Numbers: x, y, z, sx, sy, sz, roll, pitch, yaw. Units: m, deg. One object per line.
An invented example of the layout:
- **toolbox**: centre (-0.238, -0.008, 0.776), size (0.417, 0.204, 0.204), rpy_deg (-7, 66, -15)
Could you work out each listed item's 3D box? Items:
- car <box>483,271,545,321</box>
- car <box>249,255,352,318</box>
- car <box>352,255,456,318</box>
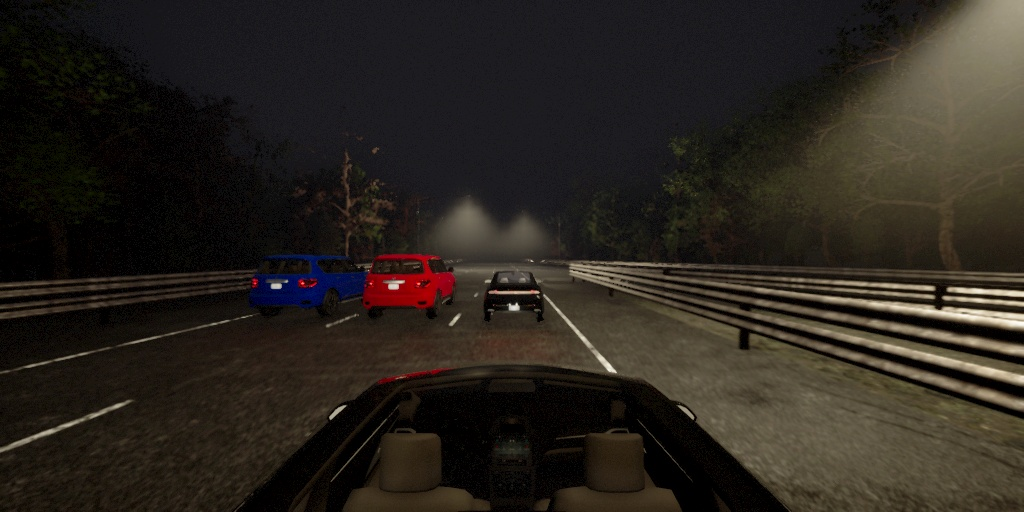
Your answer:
- **car**: centre (0.047, 1.251, 12.500), size (2.128, 1.511, 4.902), rpy_deg (0, 0, 0)
- **car**: centre (-6.957, 0.985, 13.236), size (2.150, 2.045, 5.566), rpy_deg (0, 0, 0)
- **car**: centre (-3.456, 0.983, 13.089), size (2.150, 2.045, 5.566), rpy_deg (0, 0, 0)
